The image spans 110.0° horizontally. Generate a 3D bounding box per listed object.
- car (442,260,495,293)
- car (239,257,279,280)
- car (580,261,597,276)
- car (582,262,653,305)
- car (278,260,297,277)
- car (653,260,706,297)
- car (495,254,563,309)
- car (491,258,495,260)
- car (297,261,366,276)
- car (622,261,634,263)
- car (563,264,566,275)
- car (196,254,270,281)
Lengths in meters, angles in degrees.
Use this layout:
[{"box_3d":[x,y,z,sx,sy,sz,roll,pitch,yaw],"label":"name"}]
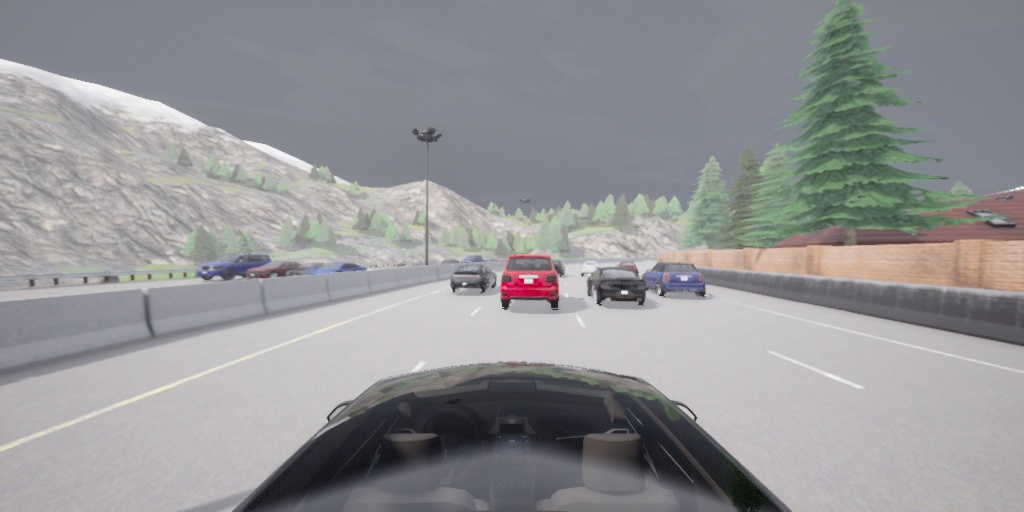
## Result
[{"box_3d":[-2.068,1.196,20.318,2.128,1.511,4.902,0,0,7],"label":"car"},{"box_3d":[-18.686,1.121,28.864,1.882,1.535,5.008,0,0,10],"label":"car"},{"box_3d":[7.967,1.222,36.099,1.812,1.442,4.674,0,0,14],"label":"car"},{"box_3d":[4.453,1.209,15.893,1.882,1.535,5.008,0,0,6],"label":"car"},{"box_3d":[-15.323,1.218,27.686,1.994,1.385,4.181,0,0,9],"label":"car"},{"box_3d":[8.340,1.087,18.919,2.097,1.767,4.553,0,0,7],"label":"car"},{"box_3d":[0.837,0.945,14.971,2.150,2.045,5.566,0,0,6],"label":"car"},{"box_3d":[-1.202,0.833,64.557,2.150,2.045,5.566,0,0,23],"label":"car"},{"box_3d":[-12.197,1.146,25.067,1.882,1.535,5.008,0,0,9],"label":"car"},{"box_3d":[11.525,1.232,35.883,1.812,1.442,4.674,0,0,14],"label":"car"},{"box_3d":[4.203,1.193,35.354,1.837,1.490,4.892,0,0,13],"label":"car"},{"box_3d":[-22.199,0.855,29.130,2.150,2.045,5.566,0,0,10],"label":"car"}]
